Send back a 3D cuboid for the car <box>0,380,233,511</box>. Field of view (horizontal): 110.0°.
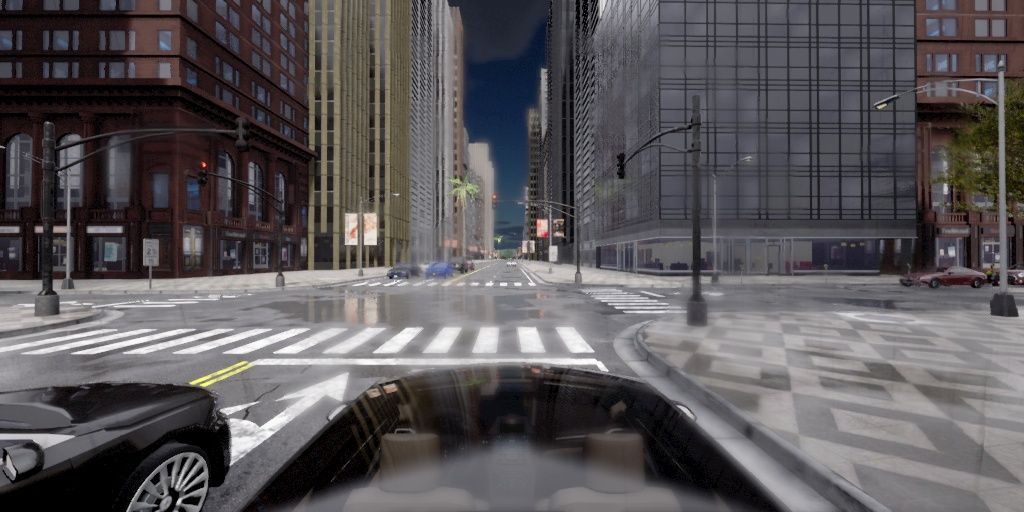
[{"bbox_3d":[-3.137,1.241,0.886,2.128,1.511,4.902,0,0,-1],"label":"car"}]

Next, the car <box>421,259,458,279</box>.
[{"bbox_3d":[-6.658,1.290,33.525,1.882,1.535,5.008,0,0,2],"label":"car"}]

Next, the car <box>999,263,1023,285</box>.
[{"bbox_3d":[32.064,1.117,22.086,4.097,1.591,1.967,0,0,-1],"label":"car"}]

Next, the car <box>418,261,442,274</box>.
[{"bbox_3d":[-9.933,1.370,43.680,1.812,1.442,4.674,0,0,0],"label":"car"}]

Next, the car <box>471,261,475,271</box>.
[{"bbox_3d":[-6.681,1.410,53.923,1.812,1.442,4.674,0,0,0],"label":"car"}]

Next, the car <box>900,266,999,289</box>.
[{"bbox_3d":[26.426,1.275,21.987,4.207,1.307,1.802,0,0,-1],"label":"car"}]

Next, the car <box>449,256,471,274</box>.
[{"bbox_3d":[-6.678,1.066,43.633,2.150,2.045,5.566,0,0,0],"label":"car"}]

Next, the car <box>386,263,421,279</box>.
[{"bbox_3d":[-9.878,1.360,33.493,2.033,1.411,5.357,0,0,3],"label":"car"}]
